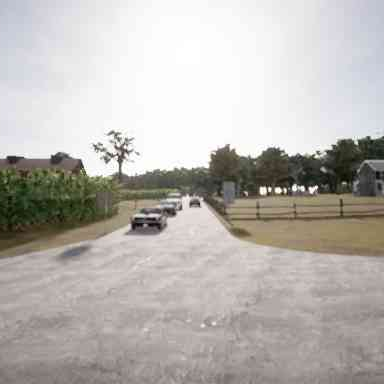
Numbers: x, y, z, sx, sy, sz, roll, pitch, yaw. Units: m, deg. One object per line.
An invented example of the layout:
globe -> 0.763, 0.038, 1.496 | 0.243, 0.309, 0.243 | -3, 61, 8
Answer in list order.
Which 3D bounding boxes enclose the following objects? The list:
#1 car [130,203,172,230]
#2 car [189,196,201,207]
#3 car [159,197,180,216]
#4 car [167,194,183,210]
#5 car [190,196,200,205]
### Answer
car -> -2.663, 1.632, 21.548 | 1.895, 1.301, 4.718 | 0, 0, 2
car -> 0.479, 1.591, 53.424 | 1.837, 1.490, 4.892 | 0, 0, 0
car -> -2.535, 1.525, 32.975 | 1.882, 1.535, 5.008 | 0, 0, 1
car -> -2.417, 1.283, 45.005 | 2.150, 2.045, 5.566 | 0, 1, 1
car -> 0.565, 1.582, 63.851 | 1.882, 1.535, 5.008 | 0, 0, 0
